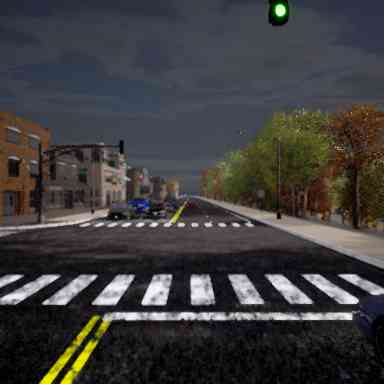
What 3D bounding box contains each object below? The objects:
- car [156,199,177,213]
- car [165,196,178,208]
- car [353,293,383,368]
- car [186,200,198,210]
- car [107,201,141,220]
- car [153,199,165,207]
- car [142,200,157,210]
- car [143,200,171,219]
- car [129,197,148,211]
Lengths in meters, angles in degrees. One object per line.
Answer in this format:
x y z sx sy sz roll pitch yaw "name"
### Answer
-3.407 1.955 43.087 1.994 1.385 4.181 0 -1 0 "car"
-3.433 1.710 53.765 2.150 2.045 5.566 0 -1 0 "car"
3.351 1.572 2.524 2.033 1.411 5.357 0 0 0 "car"
-0.006 2.025 52.543 2.033 1.411 5.357 0 -1 0 "car"
-6.633 1.837 31.870 2.033 1.411 5.357 0 -1 0 "car"
-6.654 2.143 67.372 1.812 1.442 4.674 0 -1 0 "car"
-6.681 2.002 52.321 1.812 1.442 4.674 0 0 0 "car"
-3.381 1.806 33.173 1.837 1.490 4.892 0 0 0 "car"
-6.663 1.604 42.059 2.150 2.045 5.566 0 -1 0 "car"
